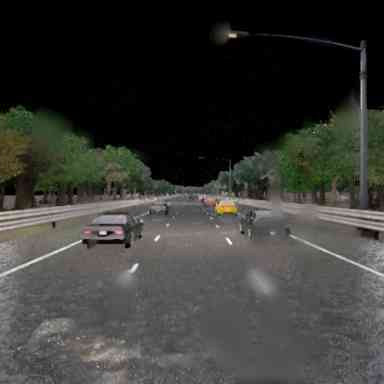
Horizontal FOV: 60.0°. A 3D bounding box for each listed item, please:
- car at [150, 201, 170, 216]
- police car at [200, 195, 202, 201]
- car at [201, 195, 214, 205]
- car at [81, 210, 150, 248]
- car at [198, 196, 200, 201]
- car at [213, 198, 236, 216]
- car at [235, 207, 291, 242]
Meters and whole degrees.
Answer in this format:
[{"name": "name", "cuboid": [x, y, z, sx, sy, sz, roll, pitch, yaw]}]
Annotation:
[{"name": "car", "cuboid": [-3.396, 1.670, 35.485, 2.128, 1.511, 4.902, 0, 0, 0]}, {"name": "police car", "cuboid": [3.407, 1.818, 76.324, 1.930, 1.638, 5.238, 0, 0, 0]}, {"name": "car", "cuboid": [3.479, 1.686, 65.185, 2.097, 1.767, 4.553, 0, 0, 0]}, {"name": "car", "cuboid": [-3.397, 1.624, 15.190, 2.033, 1.411, 5.357, 0, 0, 0]}, {"name": "car", "cuboid": [3.336, 1.928, 87.214, 1.882, 1.535, 5.008, 0, 0, 0]}, {"name": "car", "cuboid": [3.605, 1.656, 35.487, 1.882, 1.535, 5.008, 0, 0, 0]}, {"name": "car", "cuboid": [3.602, 1.590, 17.041, 1.837, 1.490, 4.892, 0, 0, 0]}]
